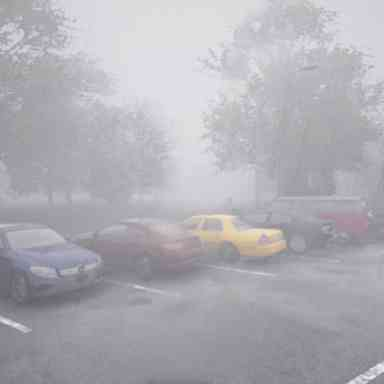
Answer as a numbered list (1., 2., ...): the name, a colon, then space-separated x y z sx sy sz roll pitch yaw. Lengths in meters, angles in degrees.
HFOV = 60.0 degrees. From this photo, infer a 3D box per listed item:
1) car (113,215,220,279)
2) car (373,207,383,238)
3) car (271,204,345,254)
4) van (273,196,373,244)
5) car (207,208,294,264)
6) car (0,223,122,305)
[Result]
1. car: -1.768 1.503 9.902 4.674 1.452 2.002 -1 0 35
2. car: 8.006 1.424 16.664 4.674 1.452 2.002 -1 -1 36
3. car: 3.104 1.427 13.299 5.008 1.535 2.097 -1 0 35
4. van: 5.449 1.182 15.054 4.442 1.987 1.878 -1 0 35
5. car: 0.508 1.445 11.720 5.366 1.575 1.946 -1 0 35
6. car: -4.168 1.518 8.190 4.674 1.452 2.002 0 0 35
